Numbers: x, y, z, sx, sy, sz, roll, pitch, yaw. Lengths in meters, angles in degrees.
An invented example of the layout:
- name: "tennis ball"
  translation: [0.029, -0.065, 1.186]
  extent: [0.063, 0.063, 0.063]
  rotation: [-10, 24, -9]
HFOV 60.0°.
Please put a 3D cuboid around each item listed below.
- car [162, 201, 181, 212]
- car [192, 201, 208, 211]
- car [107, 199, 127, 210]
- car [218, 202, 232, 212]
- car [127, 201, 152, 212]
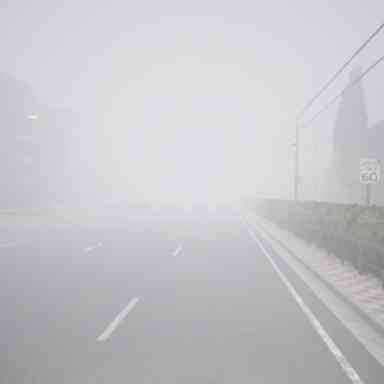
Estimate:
- name: "car"
  translation: [-2.686, 1.894, 44.310]
  extent: [1.895, 1.301, 4.718]
  rotation: [1, 0, 6]
- name: "car"
  translation: [1.114, 1.977, 47.022]
  extent: [1.994, 1.385, 4.181]
  rotation: [1, 0, 6]
- name: "car"
  translation: [-9.743, 1.634, 44.076]
  extent: [1.812, 1.442, 4.674]
  rotation: [1, 0, 6]
- name: "car"
  translation: [4.551, 2.097, 46.334]
  extent: [1.895, 1.301, 4.718]
  rotation: [1, 0, 6]
- name: "car"
  translation: [-6.388, 1.783, 42.528]
  extent: [1.895, 1.301, 4.718]
  rotation: [1, 0, 6]
